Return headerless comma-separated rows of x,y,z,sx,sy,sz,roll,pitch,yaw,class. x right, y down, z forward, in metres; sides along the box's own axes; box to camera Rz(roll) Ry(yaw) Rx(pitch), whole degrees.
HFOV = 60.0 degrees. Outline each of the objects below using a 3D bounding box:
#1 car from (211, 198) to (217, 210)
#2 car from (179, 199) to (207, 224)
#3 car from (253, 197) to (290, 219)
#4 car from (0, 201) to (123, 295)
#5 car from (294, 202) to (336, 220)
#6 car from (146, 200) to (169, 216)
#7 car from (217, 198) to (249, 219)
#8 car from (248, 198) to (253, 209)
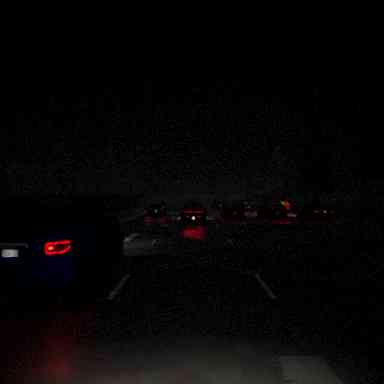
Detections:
3.581,1.553,45.320,1.882,1.535,5.008,0,0,0,car
0.105,1.547,25.455,1.837,1.490,4.892,0,0,0,car
7.031,1.527,29.630,1.882,1.535,5.008,0,0,1,car
-3.399,1.238,8.919,2.150,2.045,5.566,0,0,0,car
10.505,1.596,28.772,2.033,1.411,5.357,0,0,0,car
-3.393,1.581,33.635,1.812,1.442,4.674,0,0,0,car
3.530,1.527,29.609,1.882,1.535,5.008,0,0,1,car
7.071,1.566,43.544,2.128,1.511,4.902,0,0,0,car
